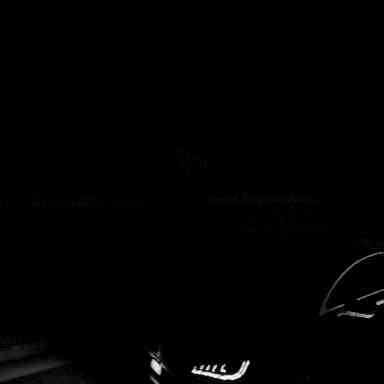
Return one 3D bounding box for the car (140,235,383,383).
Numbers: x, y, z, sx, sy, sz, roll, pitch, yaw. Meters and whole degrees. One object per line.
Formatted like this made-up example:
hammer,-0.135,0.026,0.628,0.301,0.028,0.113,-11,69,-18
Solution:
car,1.699,1.420,4.501,4.892,1.490,1.837,0,2,-33
